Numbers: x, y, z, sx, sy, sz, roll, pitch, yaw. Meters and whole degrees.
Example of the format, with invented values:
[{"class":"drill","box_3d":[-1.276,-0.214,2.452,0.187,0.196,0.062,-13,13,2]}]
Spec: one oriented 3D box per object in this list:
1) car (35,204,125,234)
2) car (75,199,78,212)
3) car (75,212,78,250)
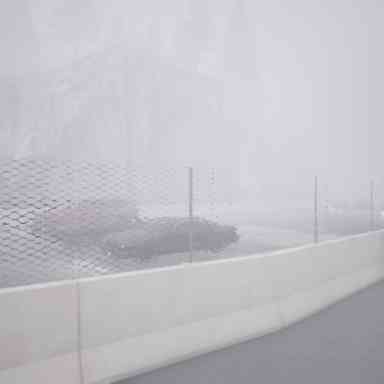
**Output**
[{"class":"car","box_3d":[-6.931,1.578,20.807,4.902,1.511,2.128,0,0,-38]},{"class":"car","box_3d":[-5.393,1.294,17.544,5.566,2.045,2.150,0,0,-38]},{"class":"car","box_3d":[-3.543,1.664,14.551,4.718,1.301,1.895,0,0,-38]}]
